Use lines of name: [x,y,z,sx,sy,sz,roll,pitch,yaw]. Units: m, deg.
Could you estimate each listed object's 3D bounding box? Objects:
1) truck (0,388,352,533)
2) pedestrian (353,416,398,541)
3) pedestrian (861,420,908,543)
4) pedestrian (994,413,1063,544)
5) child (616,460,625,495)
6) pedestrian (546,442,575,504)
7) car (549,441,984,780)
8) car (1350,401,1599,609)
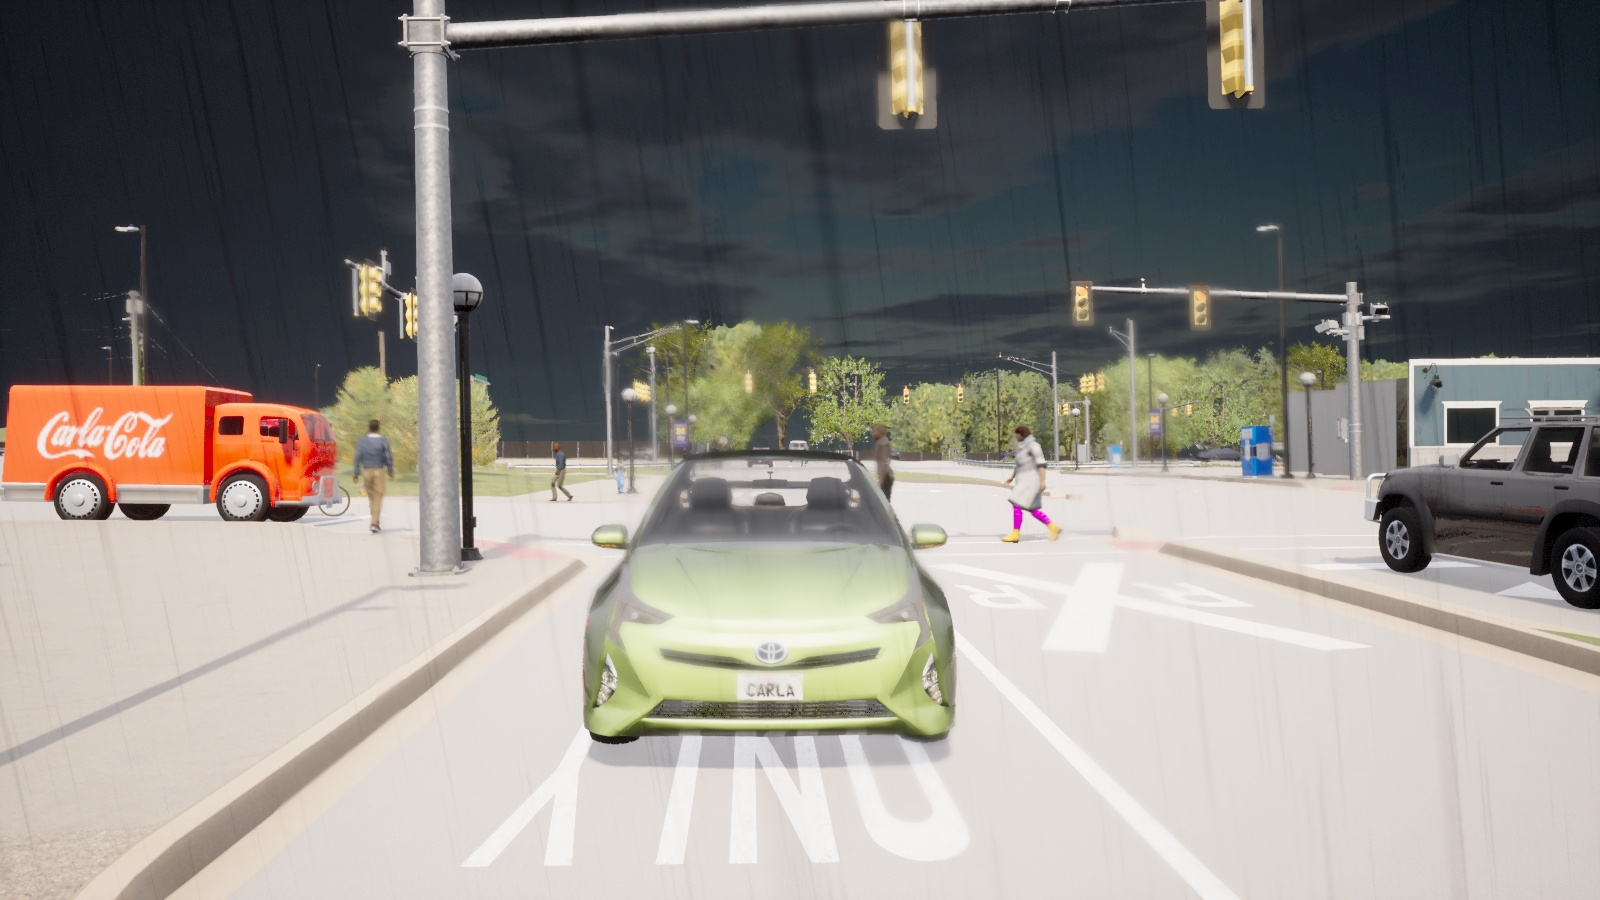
truck: [-11.176,0.198,22.731,5.204,2.467,2.627,0,-1,-2]
pedestrian: [-6.798,0.454,20.129,0.423,1.949,0.788,-2,-1,-2]
pedestrian: [1.289,0.473,19.209,0.634,1.846,0.331,-2,-1,0]
pedestrian: [3.487,0.432,19.214,0.873,1.952,0.659,-2,-1,0]
child: [-6.512,0.994,45.579,0.270,1.263,0.437,-2,-1,-6]
pedestrian: [-7.146,0.682,37.477,0.726,1.835,0.370,-2,-1,-27]
car: [-0.205,0.725,8.079,2.007,1.525,4.514,0,1,-1]
car: [7.886,0.437,13.016,1.932,1.855,4.605,-1,1,-7]
